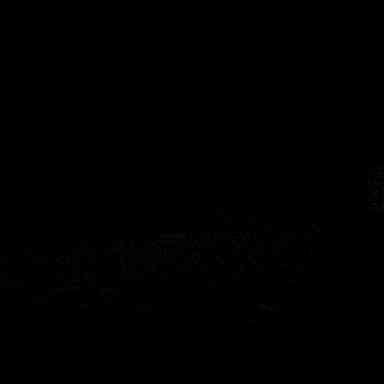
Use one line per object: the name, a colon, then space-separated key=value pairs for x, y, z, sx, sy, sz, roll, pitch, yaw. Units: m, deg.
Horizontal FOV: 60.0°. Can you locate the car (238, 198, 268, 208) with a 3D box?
car: x=9.770 y=1.793 z=53.556 sx=1.752 sy=1.417 sz=4.829 roll=-1 pitch=0 yaw=-36

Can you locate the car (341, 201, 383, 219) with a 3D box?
car: x=16.148 y=1.719 z=29.970 sx=1.802 sy=1.307 sz=4.206 roll=-1 pitch=0 yaw=-36

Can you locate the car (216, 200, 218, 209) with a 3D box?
car: x=2.938 y=1.907 z=48.454 sx=2.008 sy=1.369 sz=4.403 roll=-1 pitch=0 yaw=-36

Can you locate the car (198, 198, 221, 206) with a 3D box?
car: x=3.265 y=1.919 z=62.658 sx=2.008 sy=1.369 sz=4.403 roll=-1 pitch=0 yaw=-36

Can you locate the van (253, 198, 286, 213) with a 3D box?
van: x=9.538 y=1.591 z=39.212 sx=1.690 sy=1.788 sz=3.998 roll=-1 pitch=0 yaw=-36

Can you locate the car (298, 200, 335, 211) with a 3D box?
car: x=16.474 y=1.726 z=44.176 sx=1.947 sy=1.339 sz=4.313 roll=-1 pitch=0 yaw=-36

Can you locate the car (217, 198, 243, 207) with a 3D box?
car: x=6.567 y=1.862 z=58.037 sx=1.887 sy=1.381 sz=4.507 roll=-1 pitch=0 yaw=-36

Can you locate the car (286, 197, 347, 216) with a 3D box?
car: x=12.839 y=1.509 z=34.591 sx=2.192 sy=1.841 sz=5.009 roll=-1 pitch=0 yaw=-36

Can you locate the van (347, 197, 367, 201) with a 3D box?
van: x=19.770 y=1.446 z=39.555 sx=1.690 sy=1.788 sz=3.998 roll=-1 pitch=0 yaw=-36

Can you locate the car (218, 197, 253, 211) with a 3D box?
car: x=6.235 y=1.619 z=43.832 sx=2.192 sy=1.841 sz=5.009 roll=-1 pitch=0 yaw=-36
